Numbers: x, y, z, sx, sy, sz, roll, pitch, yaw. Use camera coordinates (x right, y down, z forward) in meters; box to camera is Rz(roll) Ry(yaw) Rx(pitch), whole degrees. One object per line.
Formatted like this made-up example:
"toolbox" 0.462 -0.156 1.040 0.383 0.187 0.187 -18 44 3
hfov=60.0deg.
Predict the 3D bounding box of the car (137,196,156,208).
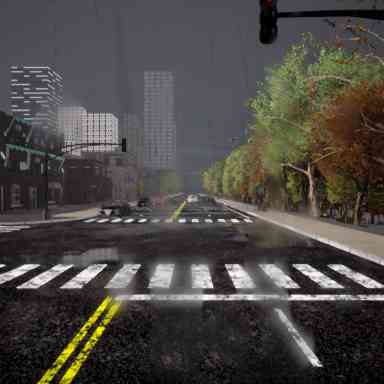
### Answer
"car" -6.553 1.491 46.591 1.837 1.490 4.892 0 0 0

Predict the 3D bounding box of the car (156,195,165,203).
"car" -6.459 1.326 65.901 2.097 1.767 4.553 0 0 0

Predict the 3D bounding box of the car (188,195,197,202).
"car" 0.085 1.448 74.818 1.882 1.535 5.008 0 0 0

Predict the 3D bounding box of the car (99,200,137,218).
"car" -6.756 1.483 29.700 2.128 1.511 4.902 0 0 3

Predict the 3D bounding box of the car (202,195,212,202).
"car" 3.328 1.511 74.397 2.033 1.411 5.357 0 0 0

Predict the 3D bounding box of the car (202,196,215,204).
"car" 3.410 1.524 63.743 2.033 1.411 5.357 0 0 0

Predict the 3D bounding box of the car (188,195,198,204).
"car" 0.153 1.502 64.624 1.812 1.442 4.674 0 0 0
